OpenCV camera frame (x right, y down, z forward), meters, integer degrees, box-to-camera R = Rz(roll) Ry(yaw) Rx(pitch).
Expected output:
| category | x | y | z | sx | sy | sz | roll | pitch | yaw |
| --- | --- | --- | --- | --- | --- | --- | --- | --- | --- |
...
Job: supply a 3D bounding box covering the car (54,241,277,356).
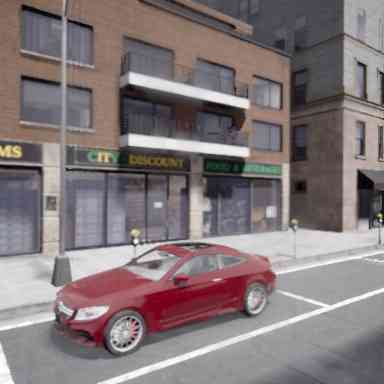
| category | x | y | z | sx | sy | sz | roll | pitch | yaw |
| --- | --- | --- | --- | --- | --- | --- | --- | --- | --- |
| car | -0.228 | 1.608 | 6.025 | 4.206 | 1.307 | 1.802 | 1 | 0 | -35 |
